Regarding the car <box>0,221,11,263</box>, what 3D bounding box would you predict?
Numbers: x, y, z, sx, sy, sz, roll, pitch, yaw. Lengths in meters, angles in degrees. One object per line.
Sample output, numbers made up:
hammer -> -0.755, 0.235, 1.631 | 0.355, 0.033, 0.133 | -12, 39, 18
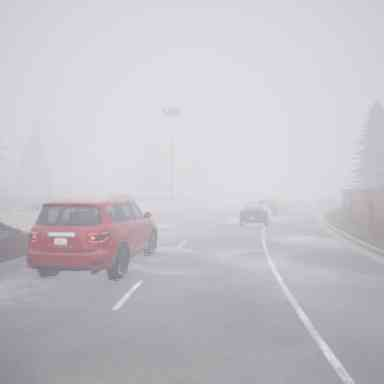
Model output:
car -> -6.197, 1.503, 9.604 | 1.812, 1.442, 4.674 | 0, 0, 6

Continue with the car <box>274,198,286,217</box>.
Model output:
car -> 7.292, 1.373, 31.470 | 2.097, 1.767, 4.553 | 0, 0, 22

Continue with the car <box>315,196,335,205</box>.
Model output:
car -> 23.863, 1.580, 59.693 | 4.892, 1.490, 1.837 | 0, 0, -45

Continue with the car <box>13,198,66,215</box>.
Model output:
car -> -15.280, 1.435, 33.688 | 2.128, 1.511, 4.902 | 0, 0, 19

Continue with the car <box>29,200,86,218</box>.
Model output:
car -> -12.454, 1.501, 31.278 | 2.033, 1.411, 5.357 | 0, 0, 18

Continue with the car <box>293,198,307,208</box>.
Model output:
car -> 15.594, 1.612, 49.432 | 1.994, 1.385, 4.181 | 0, 0, 37

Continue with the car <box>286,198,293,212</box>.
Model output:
car -> 9.464, 1.484, 36.446 | 1.801, 1.575, 5.366 | 0, 0, 25

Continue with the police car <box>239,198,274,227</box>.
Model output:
police car -> 4.510, 1.438, 23.397 | 1.930, 1.638, 5.238 | 0, 0, 16

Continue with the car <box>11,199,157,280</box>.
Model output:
car -> -2.637, 1.211, 10.169 | 2.150, 2.045, 5.566 | 0, 0, 7
